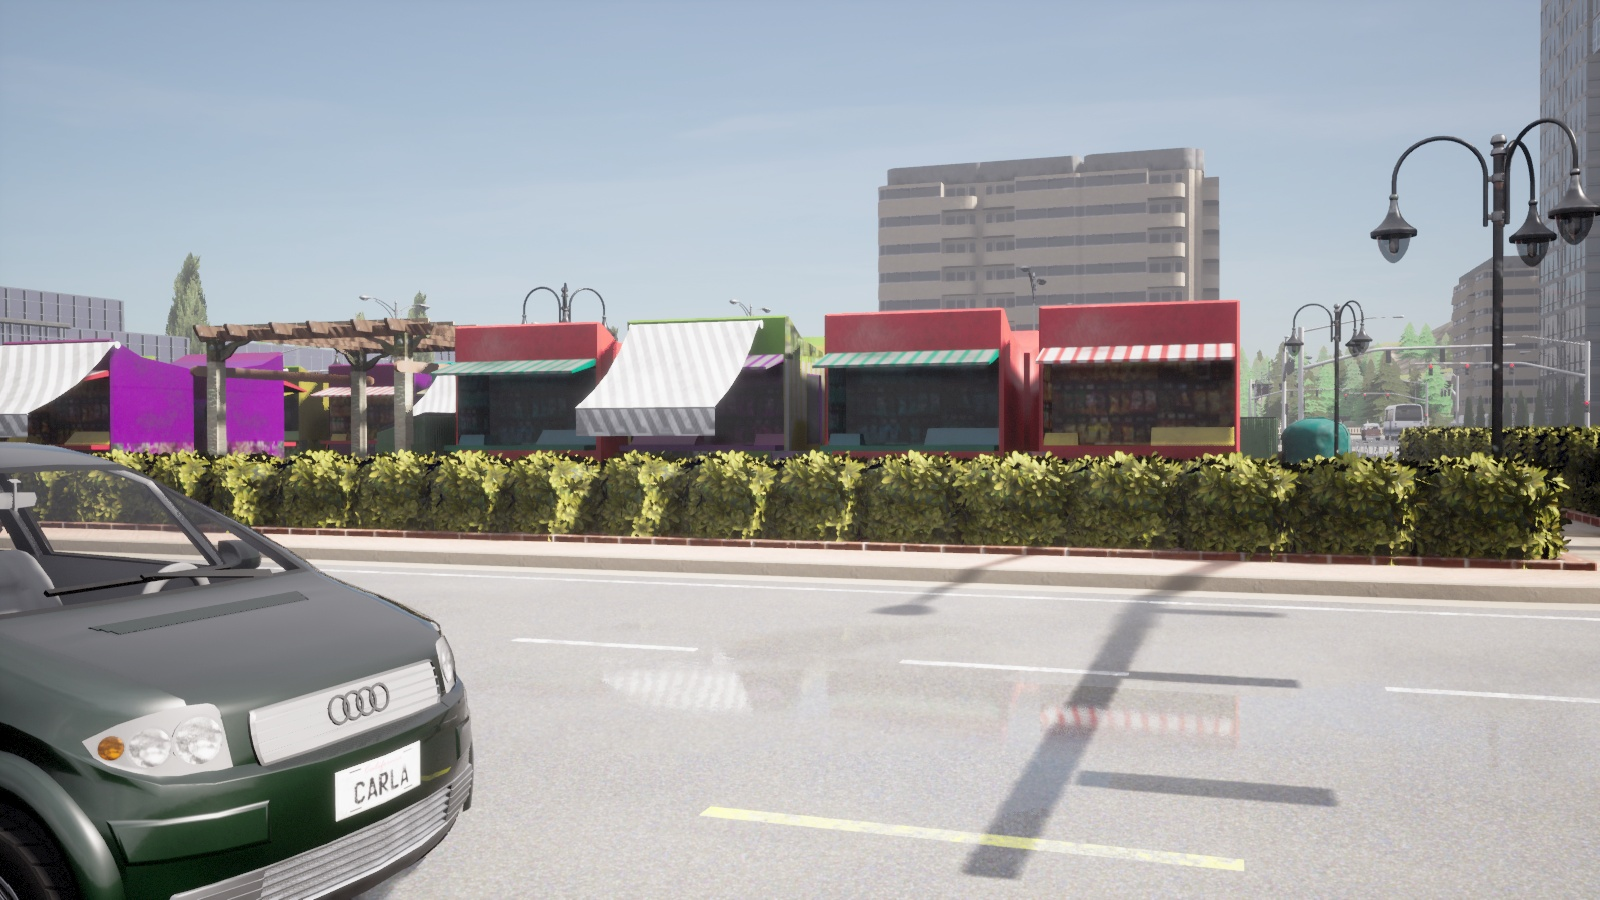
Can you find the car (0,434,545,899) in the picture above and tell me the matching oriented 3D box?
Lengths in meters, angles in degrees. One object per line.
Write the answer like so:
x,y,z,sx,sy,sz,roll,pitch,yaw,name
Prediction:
-2.942,0.727,4.181,3.705,1.549,1.789,0,1,19,car
